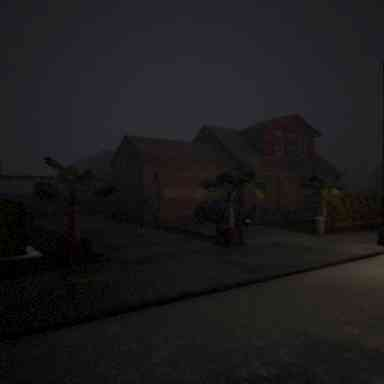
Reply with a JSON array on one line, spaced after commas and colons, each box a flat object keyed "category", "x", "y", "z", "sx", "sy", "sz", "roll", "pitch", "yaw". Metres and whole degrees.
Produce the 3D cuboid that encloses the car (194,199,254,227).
[{"category": "car", "x": 1.808, "y": 1.174, "z": 18.752, "sx": 1.845, "sy": 1.501, "sz": 3.633, "roll": 0, "pitch": 0, "yaw": -38}]
